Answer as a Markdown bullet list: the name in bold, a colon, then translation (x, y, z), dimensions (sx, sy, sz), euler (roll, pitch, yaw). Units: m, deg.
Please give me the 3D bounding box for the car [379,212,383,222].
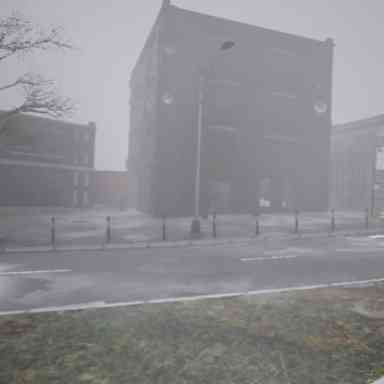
- **car**: translation (13.842, 1.220, 20.241), dimensions (5.366, 1.575, 1.946), euler (-1, 0, -22)
